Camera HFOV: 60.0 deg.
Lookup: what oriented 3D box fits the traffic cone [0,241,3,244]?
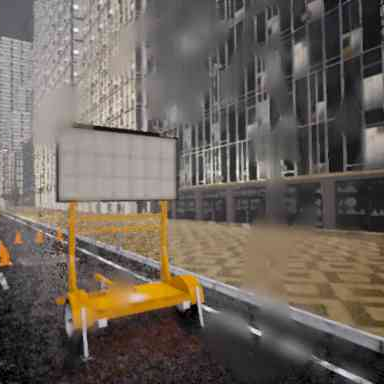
[{"bbox_3d":[-7.531,2.225,13.143,0.340,0.580,0.340,0,-1,-33],"label":"traffic cone"}]

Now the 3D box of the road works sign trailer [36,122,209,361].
[{"bbox_3d":[-1.420,0.584,6.423,2.380,3.560,2.880,0,-1,-34],"label":"road works sign trailer"}]

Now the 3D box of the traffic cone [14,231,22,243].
[{"bbox_3d":[-8.901,2.307,17.032,0.340,0.580,0.340,0,-1,-33],"label":"traffic cone"}]

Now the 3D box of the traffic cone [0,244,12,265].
[{"bbox_3d":[-6.428,2.190,11.474,0.340,0.580,0.340,0,-1,-33],"label":"traffic cone"}]
